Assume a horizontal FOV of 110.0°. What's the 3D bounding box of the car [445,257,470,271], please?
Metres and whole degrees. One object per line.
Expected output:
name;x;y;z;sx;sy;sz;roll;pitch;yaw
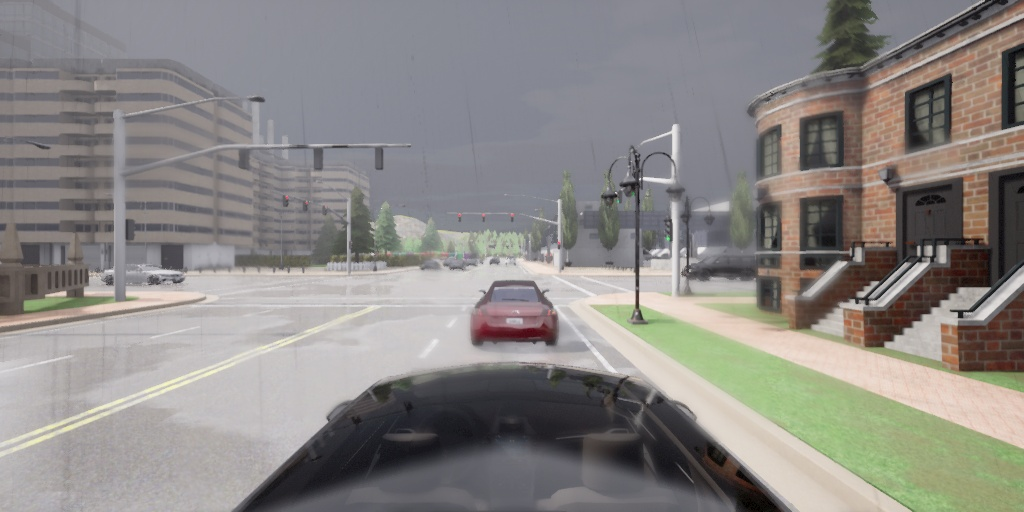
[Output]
car;-7.273;1.235;48.256;1.837;1.490;4.892;0;1;0

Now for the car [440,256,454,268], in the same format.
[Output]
car;-10.803;1.233;62.538;1.837;1.490;4.892;0;0;0

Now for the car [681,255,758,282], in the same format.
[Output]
car;16.271;0.960;28.110;5.566;2.045;2.150;0;0;-1

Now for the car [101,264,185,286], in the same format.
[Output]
car;-25.258;1.267;24.589;4.674;1.442;1.812;0;0;0

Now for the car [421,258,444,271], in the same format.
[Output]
car;-10.771;1.297;47.896;1.994;1.385;4.181;0;0;0

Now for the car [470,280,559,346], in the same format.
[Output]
car;0.056;1.311;9.396;1.994;1.385;4.181;0;0;0

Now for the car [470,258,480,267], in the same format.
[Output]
car;-7.297;1.232;64.475;1.837;1.490;4.892;0;0;0
